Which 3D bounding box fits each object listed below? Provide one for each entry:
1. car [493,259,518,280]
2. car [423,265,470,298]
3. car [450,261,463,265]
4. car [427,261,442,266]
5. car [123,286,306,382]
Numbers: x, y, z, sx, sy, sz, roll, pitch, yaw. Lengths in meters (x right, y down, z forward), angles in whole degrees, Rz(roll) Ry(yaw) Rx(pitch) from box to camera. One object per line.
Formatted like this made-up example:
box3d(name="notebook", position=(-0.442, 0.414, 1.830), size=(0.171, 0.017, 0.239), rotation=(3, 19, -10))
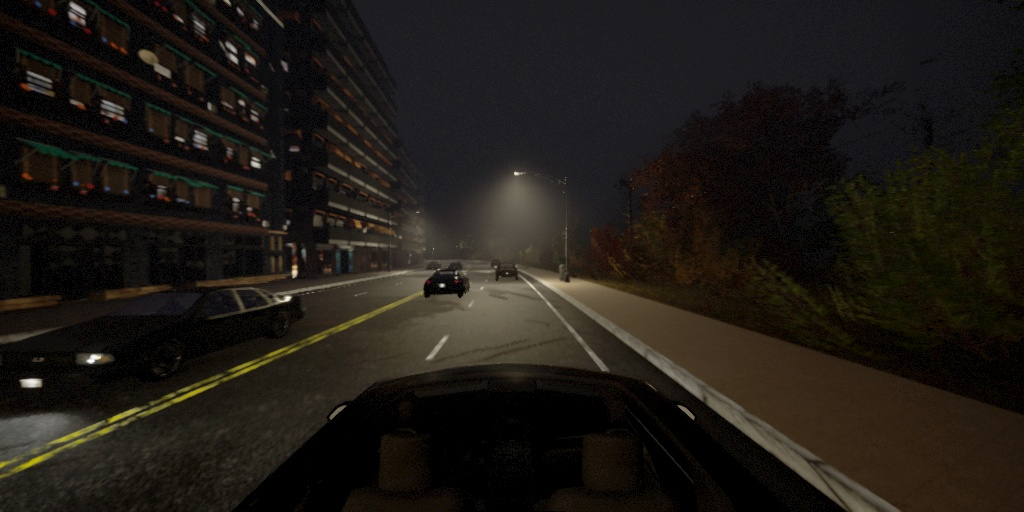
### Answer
box3d(name="car", position=(-0.499, 1.262, 31.694), size=(1.882, 1.535, 5.008), rotation=(-1, 0, -2))
box3d(name="car", position=(-3.351, 1.363, 19.003), size=(1.994, 1.385, 4.181), rotation=(-1, 0, -1))
box3d(name="car", position=(-8.492, 1.435, 54.617), size=(1.994, 1.385, 4.181), rotation=(-1, 0, -4))
box3d(name="car", position=(-11.708, 1.449, 54.271), size=(2.033, 1.411, 5.357), rotation=(-1, 0, -4))
box3d(name="car", position=(-6.622, 1.363, 7.586), size=(2.033, 1.411, 5.357), rotation=(-1, 0, 0))
